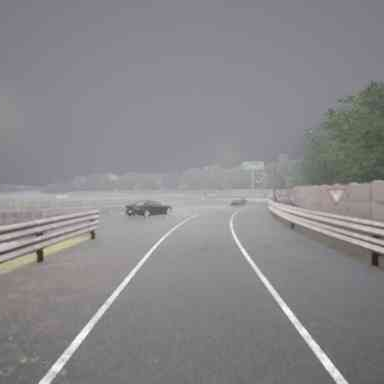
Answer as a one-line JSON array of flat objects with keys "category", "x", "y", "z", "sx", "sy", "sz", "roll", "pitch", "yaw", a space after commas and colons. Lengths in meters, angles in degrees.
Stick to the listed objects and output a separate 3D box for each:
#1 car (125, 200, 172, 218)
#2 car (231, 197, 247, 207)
[{"category": "car", "x": -3.797, "y": 1.454, "z": 29.750, "sx": 1.882, "sy": 1.535, "sz": 5.008, "roll": 1, "pitch": 0, "yaw": 33}, {"category": "car", "x": 7.482, "y": 1.525, "z": 52.555, "sx": 2.033, "sy": 1.411, "sz": 5.357, "roll": 0, "pitch": 0, "yaw": 19}]
